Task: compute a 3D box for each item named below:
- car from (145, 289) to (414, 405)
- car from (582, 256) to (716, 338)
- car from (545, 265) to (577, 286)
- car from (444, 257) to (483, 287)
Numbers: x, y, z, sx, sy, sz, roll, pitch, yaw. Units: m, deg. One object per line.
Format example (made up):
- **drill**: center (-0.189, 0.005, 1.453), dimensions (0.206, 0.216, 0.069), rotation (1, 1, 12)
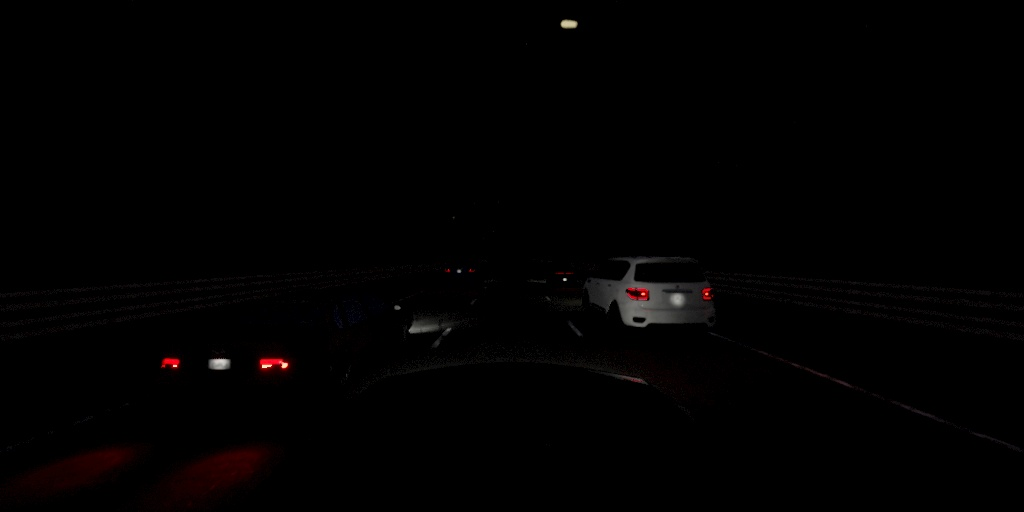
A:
- **car**: center (-3.413, 1.323, 6.706), dimensions (2.033, 1.411, 5.357), rotation (0, 0, 0)
- **car**: center (3.593, 1.016, 10.508), dimensions (2.150, 2.045, 5.566), rotation (0, 0, 0)
- **car**: center (3.604, 1.373, 26.819), dimensions (1.837, 1.490, 4.892), rotation (0, 0, 0)
- **car**: center (-3.396, 1.085, 25.736), dimensions (2.150, 2.045, 5.566), rotation (0, 0, 0)
